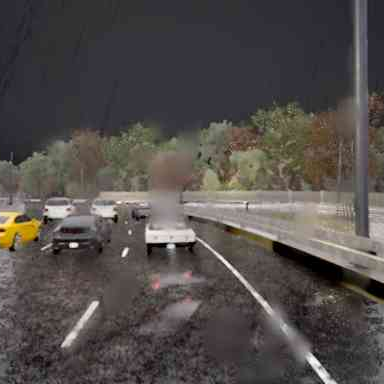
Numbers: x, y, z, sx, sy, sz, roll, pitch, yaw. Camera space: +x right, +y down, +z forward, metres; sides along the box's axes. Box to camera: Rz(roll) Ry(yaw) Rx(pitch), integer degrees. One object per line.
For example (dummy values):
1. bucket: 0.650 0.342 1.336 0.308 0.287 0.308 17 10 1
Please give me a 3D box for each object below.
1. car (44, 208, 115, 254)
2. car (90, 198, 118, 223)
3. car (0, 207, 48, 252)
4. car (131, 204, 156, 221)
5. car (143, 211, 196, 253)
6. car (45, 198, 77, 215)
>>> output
1. car: -4.589 1.659 14.339 1.837 1.490 4.892 0 0 -8
2. car: -7.609 1.528 28.821 2.150 2.045 5.566 0 0 -16
3. car: -8.173 1.637 14.646 1.882 1.535 5.008 0 0 -8
4. car: -4.502 1.810 30.632 2.128 1.511 4.902 0 0 -16
5. car: -1.077 1.751 14.521 1.895 1.301 4.718 0 -1 -8
6. car: -10.988 1.522 27.908 2.150 2.045 5.566 0 0 -16
